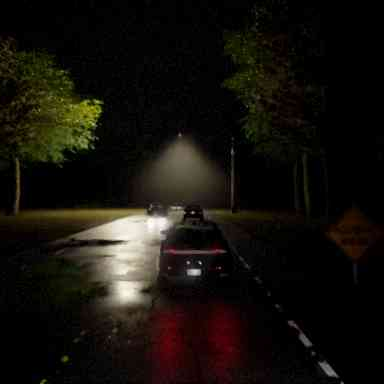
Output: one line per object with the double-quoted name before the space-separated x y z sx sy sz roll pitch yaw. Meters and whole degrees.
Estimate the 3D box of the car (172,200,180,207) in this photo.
"car" -3.498 2.661 75.869 2.128 1.511 4.902 0 -1 0

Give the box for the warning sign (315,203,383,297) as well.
"warning sign" 3.539 1.184 7.261 1.300 1.860 1.060 -1 -1 0

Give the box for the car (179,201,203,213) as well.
"car" 0.094 1.891 31.416 2.033 1.411 5.357 0 -1 0

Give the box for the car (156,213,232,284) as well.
"car" 0.066 1.589 9.838 2.128 1.511 4.902 0 0 0

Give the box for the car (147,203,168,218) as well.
"car" -3.597 1.890 35.449 2.128 1.511 4.902 0 -1 0
